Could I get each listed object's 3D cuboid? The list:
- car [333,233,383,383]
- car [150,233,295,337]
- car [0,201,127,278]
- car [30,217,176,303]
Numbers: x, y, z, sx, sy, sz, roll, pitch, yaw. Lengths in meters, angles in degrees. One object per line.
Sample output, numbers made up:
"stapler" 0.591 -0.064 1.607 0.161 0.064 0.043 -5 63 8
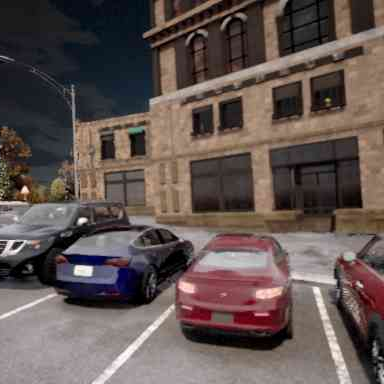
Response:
"car" 3.458 1.372 4.925 2.185 1.767 4.553 0 -1 16
"car" 1.031 1.547 6.688 2.002 1.452 4.674 0 -1 16
"car" -3.831 1.295 10.153 2.435 2.045 5.566 0 -1 16
"car" -1.395 1.554 8.463 2.163 1.488 4.792 0 -1 16
